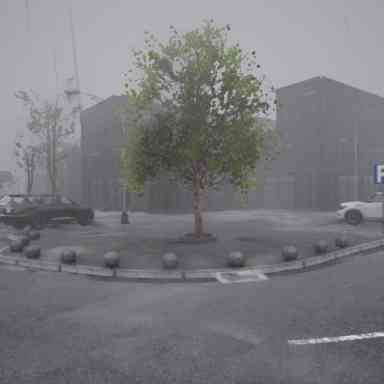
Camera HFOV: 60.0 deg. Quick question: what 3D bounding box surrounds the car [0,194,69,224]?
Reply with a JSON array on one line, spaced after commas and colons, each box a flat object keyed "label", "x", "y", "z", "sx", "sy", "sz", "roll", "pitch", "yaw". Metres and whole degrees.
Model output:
[{"label": "car", "x": -12.476, "y": 1.155, "z": 25.349, "sx": 2.435, "sy": 2.045, "sz": 5.566, "roll": 0, "pitch": 0, "yaw": 31}]

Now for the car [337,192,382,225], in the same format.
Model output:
[{"label": "car", "x": 11.807, "y": 0.958, "z": 20.103, "sx": 5.566, "sy": 2.045, "sz": 2.435, "roll": -1, "pitch": 0, "yaw": 33}]

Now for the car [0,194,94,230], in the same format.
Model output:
[{"label": "car", "x": -8.769, "y": 1.151, "z": 20.780, "sx": 2.435, "sy": 2.045, "sz": 5.566, "roll": 0, "pitch": 0, "yaw": 32}]

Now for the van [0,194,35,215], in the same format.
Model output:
[{"label": "van", "x": -17.947, "y": 1.187, "z": 32.416, "sx": 1.878, "sy": 1.987, "sz": 4.442, "roll": 0, "pitch": 0, "yaw": 31}]

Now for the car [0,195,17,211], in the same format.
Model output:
[{"label": "car", "x": -23.528, "y": 1.293, "z": 39.275, "sx": 2.185, "sy": 1.767, "sz": 4.553, "roll": 0, "pitch": 0, "yaw": 31}]

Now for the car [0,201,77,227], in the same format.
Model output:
[{"label": "car", "x": -10.619, "y": 1.433, "z": 23.036, "sx": 2.163, "sy": 1.488, "sz": 4.792, "roll": 0, "pitch": 0, "yaw": 31}]

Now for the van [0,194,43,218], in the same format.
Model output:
[{"label": "van", "x": -16.102, "y": 1.185, "z": 30.103, "sx": 1.878, "sy": 1.987, "sz": 4.442, "roll": 0, "pitch": 0, "yaw": 31}]

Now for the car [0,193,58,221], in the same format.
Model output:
[{"label": "car", "x": -14.321, "y": 1.157, "z": 27.663, "sx": 2.435, "sy": 2.045, "sz": 5.566, "roll": 0, "pitch": 0, "yaw": 31}]
